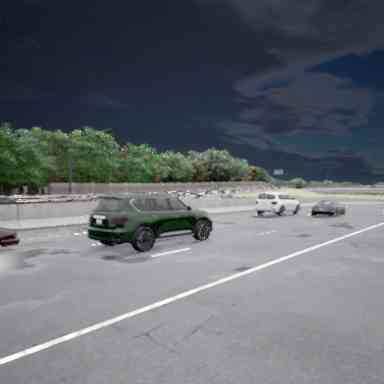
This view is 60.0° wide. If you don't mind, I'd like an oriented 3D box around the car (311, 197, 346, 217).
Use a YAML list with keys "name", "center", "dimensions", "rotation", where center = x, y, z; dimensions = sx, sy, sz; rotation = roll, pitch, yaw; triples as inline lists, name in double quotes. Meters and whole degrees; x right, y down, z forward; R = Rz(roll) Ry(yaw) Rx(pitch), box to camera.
- name: "car"
  center: [12.308, 1.460, 29.800]
  dimensions: [1.994, 1.385, 4.181]
  rotation: [0, 0, 40]

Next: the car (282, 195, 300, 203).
- name: "car"
  center: [21.989, 1.585, 73.998]
  dimensions: [2.097, 1.767, 4.553]
  rotation: [0, -1, 40]

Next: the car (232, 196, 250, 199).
- name: "car"
  center: [9.001, 1.393, 53.230]
  dimensions: [2.128, 1.511, 4.902]
  rotation: [0, 0, 41]

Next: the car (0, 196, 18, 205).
- name: "car"
  center: [-20.501, 1.202, 34.186]
  dimensions: [1.837, 1.490, 4.892]
  rotation: [1, 1, 29]

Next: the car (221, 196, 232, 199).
- name: "car"
  center: [6.154, 1.383, 55.279]
  dimensions: [1.837, 1.490, 4.892]
  rotation: [0, -1, 41]

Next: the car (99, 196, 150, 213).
- name: "car"
  center: [-6.932, 1.248, 34.433]
  dimensions: [2.128, 1.511, 4.902]
  rotation: [0, 0, 40]

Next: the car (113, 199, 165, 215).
- name: "car"
  center: [-4.897, 1.379, 31.423]
  dimensions: [1.895, 1.301, 4.718]
  rotation: [0, 0, 40]

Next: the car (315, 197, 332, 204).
- name: "car"
  center: [27.822, 1.788, 70.058]
  dimensions: [1.837, 1.490, 4.892]
  rotation: [0, -1, 40]

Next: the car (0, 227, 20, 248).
- name: "car"
  center: [-8.530, 1.438, 10.528]
  dimensions: [2.033, 1.411, 5.357]
  rotation: [0, 1, 40]

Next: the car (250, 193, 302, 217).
- name: "car"
  center: [7.766, 1.083, 29.840]
  dimensions: [2.150, 2.045, 5.566]
  rotation: [0, 0, 40]

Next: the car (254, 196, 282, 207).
- name: "car"
  center: [11.795, 1.417, 51.117]
  dimensions: [2.128, 1.511, 4.902]
  rotation: [0, 0, 41]

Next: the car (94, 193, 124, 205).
- name: "car"
  center: [-12.538, 1.022, 50.580]
  dimensions: [1.837, 1.490, 4.892]
  rotation: [1, 1, 24]

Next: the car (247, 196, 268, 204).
- name: "car"
  center: [12.327, 1.510, 62.588]
  dimensions: [1.812, 1.442, 4.674]
  rotation: [0, 0, 41]

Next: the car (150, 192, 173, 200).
- name: "car"
  center: [-5.889, 0.769, 65.238]
  dimensions: [2.033, 1.411, 5.357]
  rotation: [1, 2, 25]

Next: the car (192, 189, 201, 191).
- name: "car"
  center: [0.783, 0.194, 78.937]
  dimensions: [2.097, 1.767, 4.553]
  rotation: [1, 2, 27]

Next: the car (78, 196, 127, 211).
- name: "car"
  center: [-9.723, 1.227, 36.553]
  dimensions: [2.128, 1.511, 4.902]
  rotation: [0, 0, 40]

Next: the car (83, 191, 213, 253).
- name: "car"
  center: [-1.457, 1.102, 13.480]
  dimensions: [2.150, 2.045, 5.566]
  rotation: [0, 1, 40]
